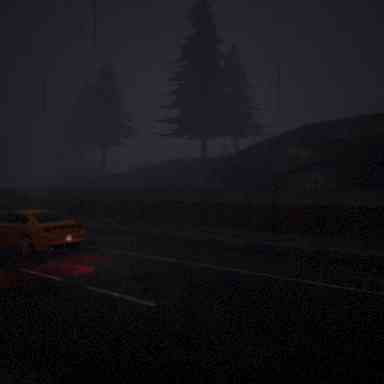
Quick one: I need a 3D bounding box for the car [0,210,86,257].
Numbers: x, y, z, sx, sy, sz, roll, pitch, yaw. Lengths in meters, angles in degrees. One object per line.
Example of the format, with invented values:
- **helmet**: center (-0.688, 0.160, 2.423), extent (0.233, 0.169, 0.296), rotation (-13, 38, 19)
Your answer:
- **car**: center (-6.179, 1.414, 12.827), extent (5.008, 1.535, 1.882), rotation (0, 0, 37)
